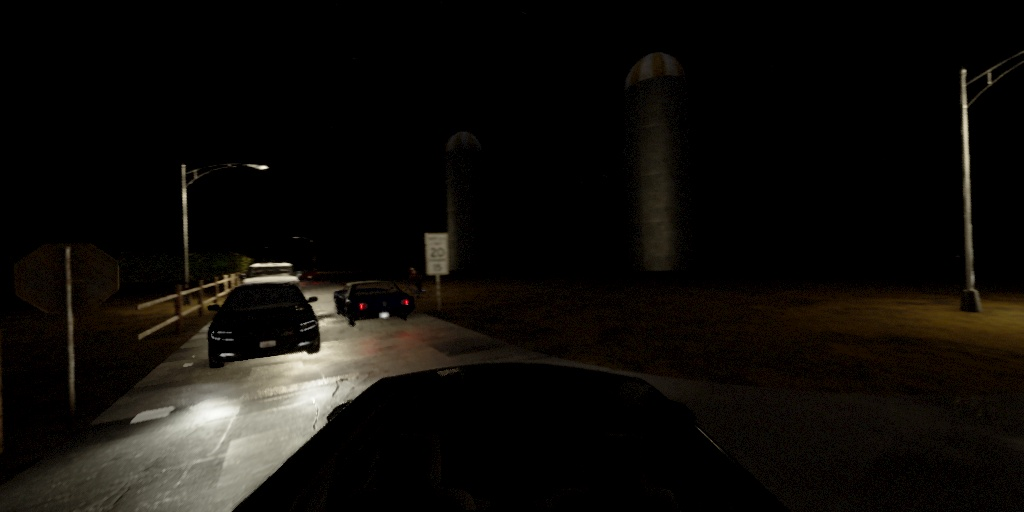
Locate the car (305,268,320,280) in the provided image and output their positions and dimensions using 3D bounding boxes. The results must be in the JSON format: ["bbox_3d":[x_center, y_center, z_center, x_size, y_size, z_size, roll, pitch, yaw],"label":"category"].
[{"bbox_3d":[-22.611,2.059,39.791,1.812,1.442,4.674,-2,0,-33],"label":"car"}]

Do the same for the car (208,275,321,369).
[{"bbox_3d":[-5.995,1.425,8.780,1.882,1.535,5.008,-2,0,-34],"label":"car"}]

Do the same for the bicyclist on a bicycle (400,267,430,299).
[{"bbox_3d":[-4.903,1.381,18.004,1.656,1.620,0.582,-2,0,-33],"label":"bicyclist on a bicycle"}]

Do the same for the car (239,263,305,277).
[{"bbox_3d":[-11.538,1.353,17.252,2.150,2.045,5.566,-2,0,-33],"label":"car"}]

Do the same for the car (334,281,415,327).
[{"bbox_3d":[-5.028,1.519,12.614,1.895,1.301,4.718,-2,0,-33],"label":"car"}]
